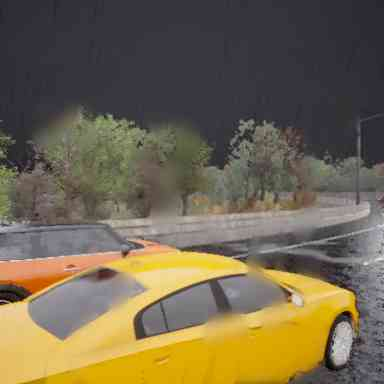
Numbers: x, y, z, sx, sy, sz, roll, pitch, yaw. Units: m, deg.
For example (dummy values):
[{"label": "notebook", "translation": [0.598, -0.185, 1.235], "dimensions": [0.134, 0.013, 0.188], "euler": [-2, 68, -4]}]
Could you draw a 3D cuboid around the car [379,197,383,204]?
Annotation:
[{"label": "car", "translation": [46.321, 1.990, 78.635], "dimensions": [2.150, 2.045, 5.566], "euler": [0, 0, 7]}]

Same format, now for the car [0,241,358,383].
[{"label": "car", "translation": [0.065, 1.500, 3.998], "dimensions": [5.008, 1.535, 1.882], "euler": [1, 0, -37]}]

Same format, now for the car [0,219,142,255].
[{"label": "car", "translation": [-2.185, 1.374, 6.705], "dimensions": [4.553, 1.767, 2.097], "euler": [1, 0, -37]}]
